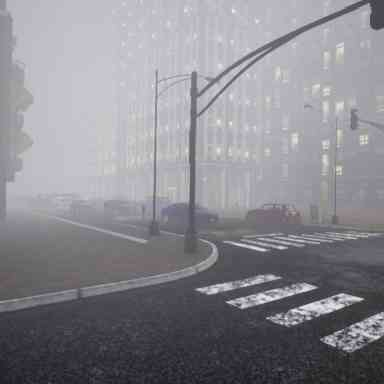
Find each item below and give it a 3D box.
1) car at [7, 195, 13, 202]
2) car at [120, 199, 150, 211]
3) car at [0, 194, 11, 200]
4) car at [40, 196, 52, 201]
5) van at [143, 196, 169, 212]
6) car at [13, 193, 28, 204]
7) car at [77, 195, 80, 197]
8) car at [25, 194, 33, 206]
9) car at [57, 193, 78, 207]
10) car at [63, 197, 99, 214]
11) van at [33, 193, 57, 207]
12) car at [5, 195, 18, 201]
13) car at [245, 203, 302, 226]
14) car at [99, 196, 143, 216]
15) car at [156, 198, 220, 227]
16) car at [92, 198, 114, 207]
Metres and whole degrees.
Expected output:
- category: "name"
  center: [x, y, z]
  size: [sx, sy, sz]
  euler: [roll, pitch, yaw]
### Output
- category: "car"
  center: [-37.063, 1.396, 69.735]
  size: [1.947, 1.339, 4.313]
  euler: [1, -1, -35]
- category: "car"
  center: [-7.343, 1.584, 42.343]
  size: [2.008, 1.369, 4.403]
  euler: [1, -1, -35]
- category: "car"
  center: [-46.776, 1.365, 83.417]
  size: [1.752, 1.417, 4.829]
  euler: [1, -1, -35]
- category: "car"
  center: [-36.771, 1.570, 83.796]
  size: [1.802, 1.307, 4.206]
  euler: [1, -1, -35]
- category: "van"
  center: [-4.069, 1.382, 37.739]
  size: [1.690, 1.788, 3.998]
  euler: [1, -1, -35]
- category: "car"
  center: [-30.520, 1.155, 60.525]
  size: [2.192, 1.841, 5.009]
  euler: [1, -1, -35]
- category: "car"
  center: [-14.464, 1.519, 47.811]
  size: [2.033, 1.411, 5.357]
  euler: [1, -1, -35]
- category: "car"
  center: [-23.985, 1.432, 51.311]
  size: [1.802, 1.307, 4.206]
  euler: [1, -1, -35]
- category: "car"
  center: [-19.262, 1.128, 49.308]
  size: [2.150, 2.045, 5.566]
  euler: [1, -1, -35]
- category: "car"
  center: [-10.906, 1.427, 32.887]
  size: [2.008, 1.369, 4.403]
  euler: [1, -1, -35]
- category: "van"
  center: [-20.711, 1.197, 46.707]
  size: [1.690, 1.788, 3.998]
  euler: [1, -1, -35]
- category: "car"
  center: [-40.332, 1.378, 74.341]
  size: [2.008, 1.369, 4.403]
  euler: [1, -1, -35]
- category: "car"
  center: [5.738, 1.505, 23.920]
  size: [1.967, 1.590, 4.097]
  euler: [1, -1, -35]
- category: "car"
  center: [-6.871, 1.432, 31.682]
  size: [1.837, 1.490, 4.892]
  euler: [1, 1, -35]
- category: "car"
  center: [-0.205, 1.425, 22.285]
  size: [1.882, 1.535, 5.008]
  euler: [1, -1, -36]
- category: "car"
  center: [-13.883, 1.586, 51.555]
  size: [1.947, 1.339, 4.313]
  euler: [1, -1, -35]
